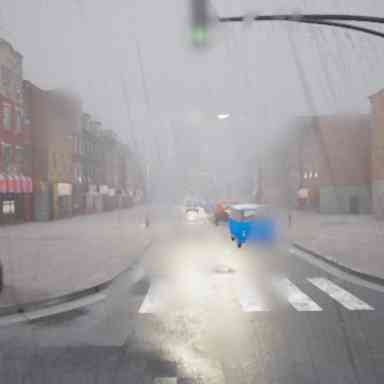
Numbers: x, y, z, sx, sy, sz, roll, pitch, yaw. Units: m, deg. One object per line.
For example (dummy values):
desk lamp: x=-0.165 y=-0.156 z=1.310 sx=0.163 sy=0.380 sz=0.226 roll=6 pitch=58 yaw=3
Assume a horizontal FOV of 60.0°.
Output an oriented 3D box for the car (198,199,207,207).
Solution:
car: x=2.644 y=2.662 z=83.984 sx=2.192 sy=1.841 sz=5.009 roll=-2 pitch=-1 yaw=0

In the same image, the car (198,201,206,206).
car: x=2.658 y=3.009 z=88.963 sx=2.008 sy=1.369 sz=4.403 roll=-2 pitch=-1 yaw=0

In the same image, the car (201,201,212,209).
car: x=2.643 y=2.488 z=62.821 sx=1.802 sy=1.307 sz=4.206 roll=-2 pitch=-1 yaw=0

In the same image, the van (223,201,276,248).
van: x=2.611 y=1.466 z=15.218 sx=1.690 sy=1.788 sz=3.998 roll=-2 pitch=-1 yaw=0

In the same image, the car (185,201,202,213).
car: x=0.017 y=2.235 z=46.093 sx=1.895 sy=1.301 sz=4.718 roll=-1 pitch=-1 yaw=0

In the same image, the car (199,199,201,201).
car: x=0.019 y=2.304 z=56.059 sx=2.128 sy=1.511 sz=4.902 roll=-1 pitch=-1 yaw=0

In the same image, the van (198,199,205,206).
van: x=2.651 y=2.874 z=92.287 sx=1.690 sy=1.788 sz=3.998 roll=-2 pitch=-1 yaw=0

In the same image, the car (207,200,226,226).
car: x=2.615 y=1.588 z=25.800 sx=2.192 sy=1.841 sz=5.009 roll=-2 pitch=-1 yaw=0

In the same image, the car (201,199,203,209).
car: x=2.629 y=2.054 z=46.956 sx=1.967 sy=1.590 sz=4.097 roll=-2 pitch=-1 yaw=0

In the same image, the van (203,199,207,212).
van: x=2.623 y=1.865 z=41.668 sx=1.690 sy=1.788 sz=3.998 roll=-2 pitch=-1 yaw=0

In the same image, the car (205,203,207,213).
car: x=2.625 y=1.904 z=31.084 sx=2.008 sy=1.369 sz=4.403 roll=-2 pitch=-1 yaw=0

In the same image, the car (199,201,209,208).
car: x=2.648 y=2.664 z=73.401 sx=1.887 sy=1.381 sz=4.507 roll=-2 pitch=-1 yaw=0
